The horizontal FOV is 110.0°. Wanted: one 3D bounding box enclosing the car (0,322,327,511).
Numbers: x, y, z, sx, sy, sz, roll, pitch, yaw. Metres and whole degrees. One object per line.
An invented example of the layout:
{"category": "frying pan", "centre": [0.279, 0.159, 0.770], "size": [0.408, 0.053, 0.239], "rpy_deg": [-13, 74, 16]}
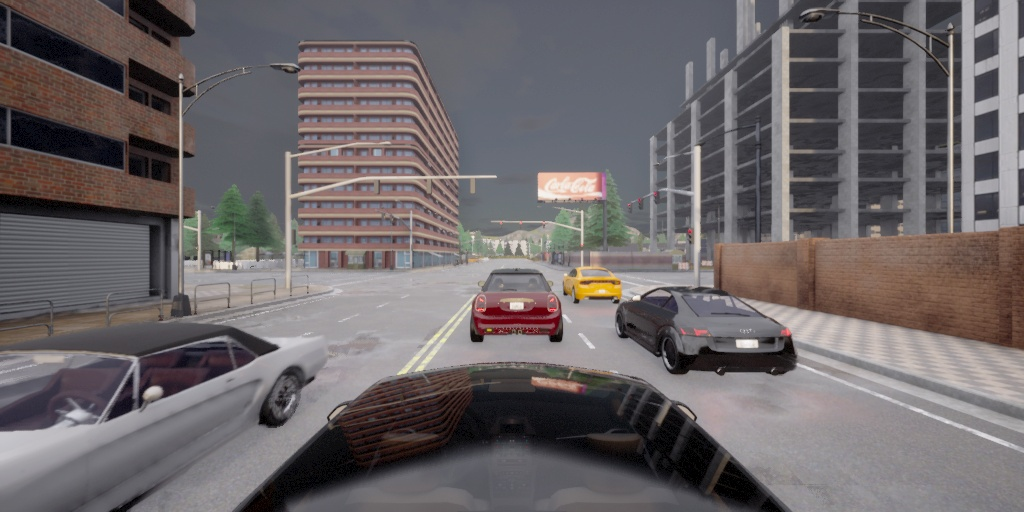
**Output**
{"category": "car", "centre": [-3.586, 1.350, 2.911], "size": [1.895, 1.301, 4.718], "rpy_deg": [0, 0, 0]}

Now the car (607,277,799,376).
{"category": "car", "centre": [3.601, 1.313, 7.498], "size": [1.994, 1.385, 4.181], "rpy_deg": [0, 0, 0]}

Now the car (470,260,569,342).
{"category": "car", "centre": [0.104, 1.100, 9.904], "size": [2.097, 1.767, 4.553], "rpy_deg": [0, 0, 0]}

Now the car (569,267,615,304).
{"category": "car", "centre": [3.505, 1.225, 16.431], "size": [1.882, 1.535, 5.008], "rpy_deg": [0, 0, 0]}
